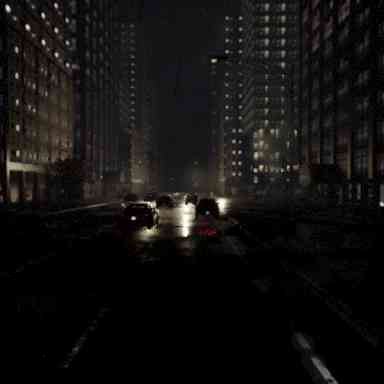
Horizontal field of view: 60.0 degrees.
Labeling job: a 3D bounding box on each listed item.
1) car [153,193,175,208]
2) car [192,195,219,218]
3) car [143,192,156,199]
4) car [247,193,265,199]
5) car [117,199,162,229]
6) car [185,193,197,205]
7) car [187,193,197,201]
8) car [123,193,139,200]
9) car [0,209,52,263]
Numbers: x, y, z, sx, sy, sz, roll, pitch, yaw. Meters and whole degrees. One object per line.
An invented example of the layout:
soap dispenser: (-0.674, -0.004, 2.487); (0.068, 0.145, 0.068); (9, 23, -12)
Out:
car: (-3.145, 1.141, 39.127); (1.812, 1.442, 4.674); (0, 1, 0)
car: (1.142, 1.242, 26.688); (1.837, 1.490, 4.892); (0, 1, 0)
car: (-6.528, 0.826, 53.582); (2.097, 1.767, 4.553); (0, 1, 1)
car: (15.933, 1.023, 82.184); (4.403, 1.369, 2.008); (1, 1, -1)
car: (-3.147, 1.367, 19.902); (1.994, 1.385, 4.181); (0, 1, 0)
car: (0.030, 1.032, 46.830); (2.128, 1.511, 4.902); (0, 1, 1)
car: (0.014, 0.895, 62.967); (1.837, 1.490, 4.892); (0, 1, 0)
car: (-9.779, 0.951, 53.488); (1.882, 1.535, 5.008); (0, 1, 1)
car: (-6.594, 1.377, 11.529); (2.128, 1.511, 4.902); (0, 1, 0)
